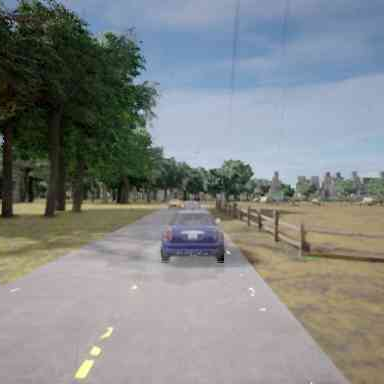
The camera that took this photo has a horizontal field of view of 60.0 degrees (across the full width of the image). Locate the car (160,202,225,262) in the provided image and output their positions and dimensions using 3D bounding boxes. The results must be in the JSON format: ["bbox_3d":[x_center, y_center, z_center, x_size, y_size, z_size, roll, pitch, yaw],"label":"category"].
[{"bbox_3d":[0.041,1.425,12.547,2.097,1.767,4.553,0,0,0],"label":"car"}]

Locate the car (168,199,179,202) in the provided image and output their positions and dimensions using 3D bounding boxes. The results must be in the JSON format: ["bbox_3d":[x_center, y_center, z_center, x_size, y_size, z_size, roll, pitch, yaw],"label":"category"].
[{"bbox_3d":[-2.810,1.895,53.414,1.882,1.535,5.008,0,-1,0],"label":"car"}]

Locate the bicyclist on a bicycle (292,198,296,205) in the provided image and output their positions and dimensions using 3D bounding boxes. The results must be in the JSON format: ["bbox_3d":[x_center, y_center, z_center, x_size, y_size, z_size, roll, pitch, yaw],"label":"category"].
[{"bbox_3d":[19.907,1.940,65.186,0.582,1.620,1.656,0,-1,0],"label":"bicyclist on a bicycle"}]
